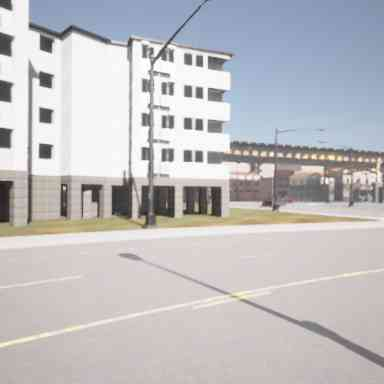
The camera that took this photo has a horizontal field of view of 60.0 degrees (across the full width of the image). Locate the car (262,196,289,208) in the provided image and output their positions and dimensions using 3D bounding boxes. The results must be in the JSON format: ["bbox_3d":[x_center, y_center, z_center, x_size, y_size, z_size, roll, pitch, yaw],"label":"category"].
[{"bbox_3d":[13.853,1.721,56.664,2.097,1.767,4.553,1,0,-16],"label":"car"}]

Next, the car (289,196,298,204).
[{"bbox_3d":[22.622,1.892,79.517,2.097,1.767,4.553,0,0,44],"label":"car"}]

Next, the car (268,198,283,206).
[{"bbox_3d":[16.489,1.924,66.088,2.128,1.511,4.902,0,0,4],"label":"car"}]
